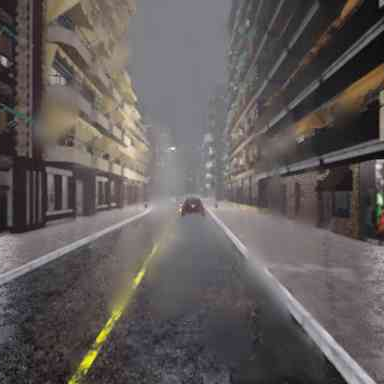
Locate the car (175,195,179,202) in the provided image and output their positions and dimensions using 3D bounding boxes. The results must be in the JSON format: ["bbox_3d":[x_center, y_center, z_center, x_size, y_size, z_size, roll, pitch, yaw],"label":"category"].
[{"bbox_3d":[-2.762,1.377,74.050,1.812,1.442,4.674,0,0,0],"label":"car"}]

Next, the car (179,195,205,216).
[{"bbox_3d":[0.096,1.289,31.637,2.097,1.767,4.553,0,0,0],"label":"car"}]
